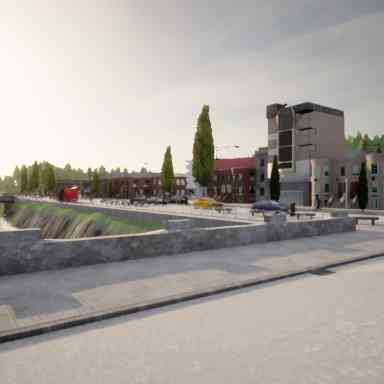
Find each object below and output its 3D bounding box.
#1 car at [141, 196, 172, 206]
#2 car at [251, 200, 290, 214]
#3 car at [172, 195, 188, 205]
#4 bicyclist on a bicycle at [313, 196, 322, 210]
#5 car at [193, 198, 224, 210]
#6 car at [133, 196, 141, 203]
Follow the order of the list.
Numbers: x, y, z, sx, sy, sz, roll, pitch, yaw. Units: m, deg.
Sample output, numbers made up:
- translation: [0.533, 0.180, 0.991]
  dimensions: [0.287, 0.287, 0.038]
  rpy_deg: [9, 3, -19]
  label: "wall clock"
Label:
- translation: [-5.904, 1.547, 54.704]
  dimensions: [2.033, 1.411, 5.357]
  rpy_deg: [0, 0, -35]
  label: "car"
- translation: [8.254, 1.526, 34.717]
  dimensions: [1.812, 1.442, 4.674]
  rpy_deg: [0, 0, -36]
  label: "car"
- translation: [-2.674, 1.354, 57.326]
  dimensions: [2.097, 1.767, 4.553]
  rpy_deg: [0, 0, -37]
  label: "car"
- translation: [14.992, 1.349, 39.699]
  dimensions: [1.656, 1.620, 0.582]
  rpy_deg: [0, 0, -35]
  label: "bicyclist on a bicycle"
- translation: [2.060, 1.478, 43.410]
  dimensions: [1.882, 1.535, 5.008]
  rpy_deg: [0, 0, -35]
  label: "car"
- translation: [-10.693, 1.526, 68.586]
  dimensions: [1.812, 1.442, 4.674]
  rpy_deg: [0, 0, -36]
  label: "car"
